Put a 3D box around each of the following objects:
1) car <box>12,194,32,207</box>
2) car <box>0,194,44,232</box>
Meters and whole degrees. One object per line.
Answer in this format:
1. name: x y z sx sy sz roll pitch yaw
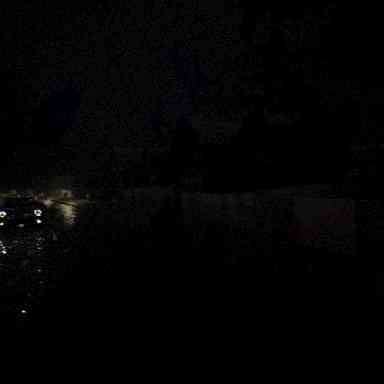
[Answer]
1. car: -21.136 1.002 41.279 1.994 1.385 4.181 -3 2 -29
2. car: -9.474 1.067 18.538 2.097 1.767 4.553 -3 2 -25
